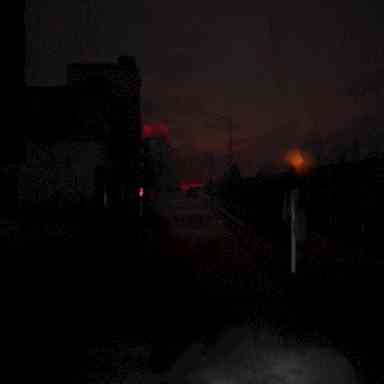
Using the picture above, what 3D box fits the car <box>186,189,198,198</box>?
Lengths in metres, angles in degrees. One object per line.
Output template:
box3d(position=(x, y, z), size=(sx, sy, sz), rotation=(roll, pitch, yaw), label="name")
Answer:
box3d(position=(-0.021, 0.292, 69.941), size=(2.150, 2.045, 5.566), rotation=(0, 1, 0), label="car")

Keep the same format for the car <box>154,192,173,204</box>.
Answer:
box3d(position=(-4.091, 0.910, 46.557), size=(1.812, 1.442, 4.674), rotation=(0, 1, 0), label="car")

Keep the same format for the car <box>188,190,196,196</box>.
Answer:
box3d(position=(-0.026, 0.249, 80.331), size=(1.882, 1.535, 5.008), rotation=(0, 1, 0), label="car")

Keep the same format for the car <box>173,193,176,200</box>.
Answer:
box3d(position=(-4.056, 0.712, 61.585), size=(1.812, 1.442, 4.674), rotation=(0, 1, 0), label="car")
